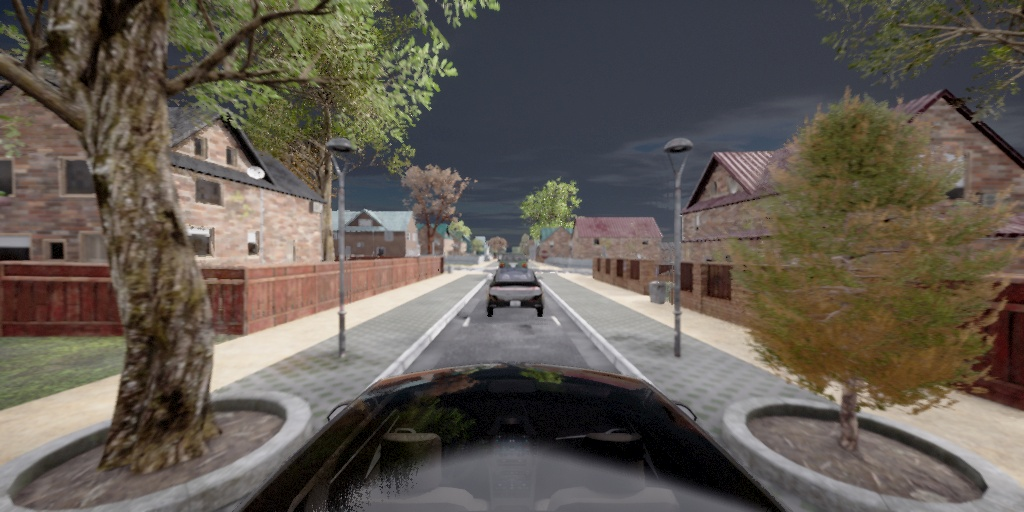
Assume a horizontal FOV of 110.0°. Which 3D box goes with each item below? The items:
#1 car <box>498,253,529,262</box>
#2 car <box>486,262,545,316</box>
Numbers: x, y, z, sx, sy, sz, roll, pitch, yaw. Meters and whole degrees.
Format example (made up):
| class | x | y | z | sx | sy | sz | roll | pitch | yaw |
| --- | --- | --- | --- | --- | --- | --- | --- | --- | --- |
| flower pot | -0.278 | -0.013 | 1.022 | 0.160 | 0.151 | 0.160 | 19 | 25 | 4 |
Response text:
| class | x | y | z | sx | sy | sz | roll | pitch | yaw |
| --- | --- | --- | --- | --- | --- | --- | --- | --- | --- |
| car | 0.105 | 0.782 | 27.155 | 2.150 | 2.045 | 5.566 | 0 | 0 | 0 |
| car | 0.097 | 1.156 | 12.870 | 2.128 | 1.511 | 4.902 | 0 | 0 | 0 |
